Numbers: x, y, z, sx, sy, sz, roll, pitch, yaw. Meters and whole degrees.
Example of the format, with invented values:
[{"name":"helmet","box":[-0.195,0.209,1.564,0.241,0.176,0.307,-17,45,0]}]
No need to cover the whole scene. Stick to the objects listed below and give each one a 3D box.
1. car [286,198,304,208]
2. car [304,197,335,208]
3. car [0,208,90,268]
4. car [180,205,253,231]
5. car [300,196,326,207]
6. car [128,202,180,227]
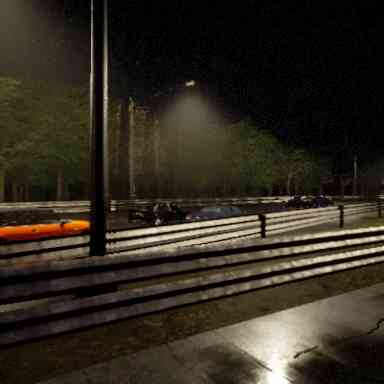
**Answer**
[{"name":"car","box":[14.408,1.441,44.845,1.994,1.385,4.181,0,0,43]},{"name":"car","box":[16.316,1.421,41.766,1.812,1.442,4.674,0,0,43]},{"name":"car","box":[-5.349,1.307,11.364,2.097,1.767,4.553,0,0,38]},{"name":"car","box":[1.932,1.489,20.362,2.033,1.411,5.357,0,0,40]},{"name":"car","box":[17.607,1.400,48.399,1.812,1.442,4.674,0,0,44]},{"name":"car","box":[-1.805,1.430,21.158,1.837,1.490,4.892,0,0,40]}]
